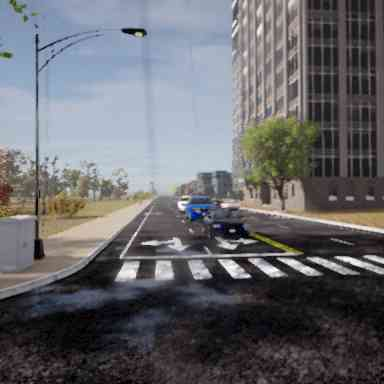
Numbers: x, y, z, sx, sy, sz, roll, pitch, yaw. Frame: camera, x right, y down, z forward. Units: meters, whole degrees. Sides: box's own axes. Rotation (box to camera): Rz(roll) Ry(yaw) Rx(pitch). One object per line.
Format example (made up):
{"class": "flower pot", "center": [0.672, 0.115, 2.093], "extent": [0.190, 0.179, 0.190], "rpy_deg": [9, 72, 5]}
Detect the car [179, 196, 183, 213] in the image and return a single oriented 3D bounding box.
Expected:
{"class": "car", "center": [-0.504, 1.525, 41.898], "extent": [2.150, 2.045, 5.566], "rpy_deg": [0, -1, -5]}

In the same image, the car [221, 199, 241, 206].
{"class": "car", "center": [5.550, 1.914, 47.884], "extent": [1.895, 1.301, 4.718], "rpy_deg": [0, 0, -5]}

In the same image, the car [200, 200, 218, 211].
{"class": "car", "center": [2.370, 1.853, 47.255], "extent": [1.812, 1.442, 4.674], "rpy_deg": [0, 0, -5]}

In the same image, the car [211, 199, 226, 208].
{"class": "car", "center": [4.621, 1.919, 57.813], "extent": [1.812, 1.442, 4.674], "rpy_deg": [0, 0, -5]}

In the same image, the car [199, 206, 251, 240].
{"class": "car", "center": [1.737, 1.668, 17.766], "extent": [1.994, 1.385, 4.181], "rpy_deg": [0, 0, -5]}

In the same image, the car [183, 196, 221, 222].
{"class": "car", "center": [0.736, 1.414, 28.456], "extent": [2.150, 2.045, 5.566], "rpy_deg": [0, 0, -5]}

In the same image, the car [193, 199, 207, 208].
{"class": "car", "center": [1.385, 1.975, 57.510], "extent": [1.994, 1.385, 4.181], "rpy_deg": [0, 0, -5]}
